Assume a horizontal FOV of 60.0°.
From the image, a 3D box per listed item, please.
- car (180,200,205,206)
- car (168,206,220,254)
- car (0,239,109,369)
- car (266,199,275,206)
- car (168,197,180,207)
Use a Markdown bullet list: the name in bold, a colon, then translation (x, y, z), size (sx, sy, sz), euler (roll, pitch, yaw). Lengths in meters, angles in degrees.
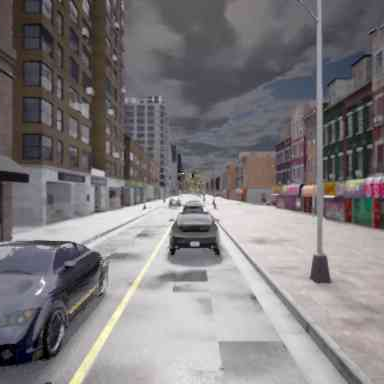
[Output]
- **car**: translation (0.098, 1.549, 30.109), size (1.837, 1.490, 4.892), euler (0, 0, 0)
- **car**: translation (0.096, 1.517, 13.649), size (1.837, 1.490, 4.892), euler (0, 0, 0)
- **car**: translation (-2.851, 1.567, 5.816), size (1.994, 1.385, 4.181), euler (0, 0, 0)
- **car**: translation (16.367, 1.935, 64.346), size (4.097, 1.590, 1.967), euler (1, -1, 0)
- **car**: translation (-2.761, 1.584, 53.479), size (2.128, 1.511, 4.902), euler (0, 0, 0)
